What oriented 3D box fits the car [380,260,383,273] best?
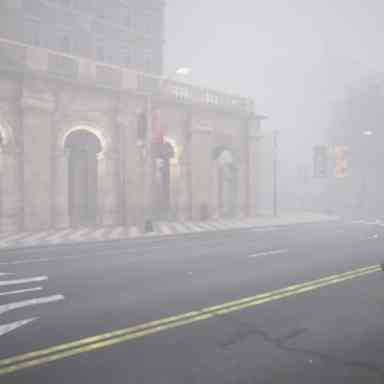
[{"bbox_3d":[7.158,1.583,8.972,5.357,1.411,2.033,0,0,-36],"label":"car"}]
